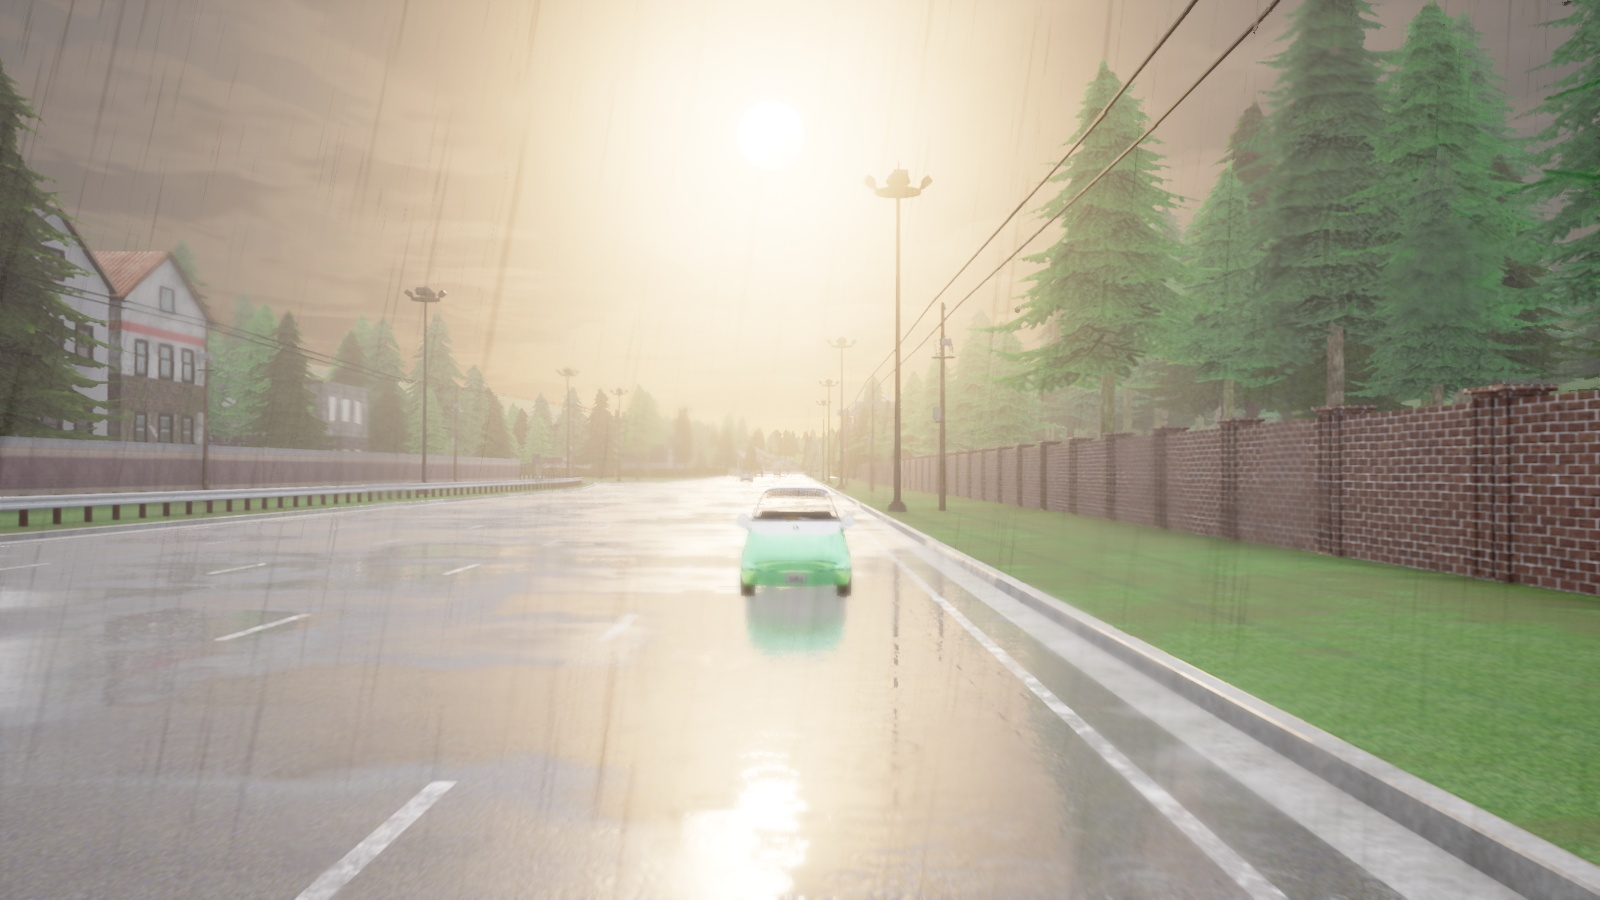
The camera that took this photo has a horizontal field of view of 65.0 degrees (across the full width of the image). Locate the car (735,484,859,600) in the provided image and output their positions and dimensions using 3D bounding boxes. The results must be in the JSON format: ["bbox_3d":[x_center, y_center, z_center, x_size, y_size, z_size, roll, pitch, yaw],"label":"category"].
[{"bbox_3d":[-0.039,1.142,16.248,1.481,1.376,2.207,0,-1,0],"label":"car"}]
